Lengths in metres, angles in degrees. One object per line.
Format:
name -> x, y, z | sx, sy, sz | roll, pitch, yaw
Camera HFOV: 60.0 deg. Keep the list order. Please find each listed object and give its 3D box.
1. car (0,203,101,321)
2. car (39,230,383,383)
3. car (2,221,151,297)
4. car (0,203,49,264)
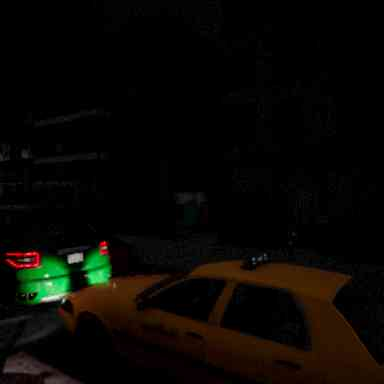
car -> -4.221, 1.261, 7.434 | 5.566, 2.045, 2.150 | 0, 0, 36
car -> 0.504, 1.484, 4.000 | 5.366, 1.575, 1.801 | 0, 0, 36
car -> -3.312, 1.631, 9.189 | 4.206, 1.307, 1.802 | 0, 0, 36
car -> -7.762, 1.372, 12.423 | 5.009, 1.841, 2.192 | 0, 0, 36
